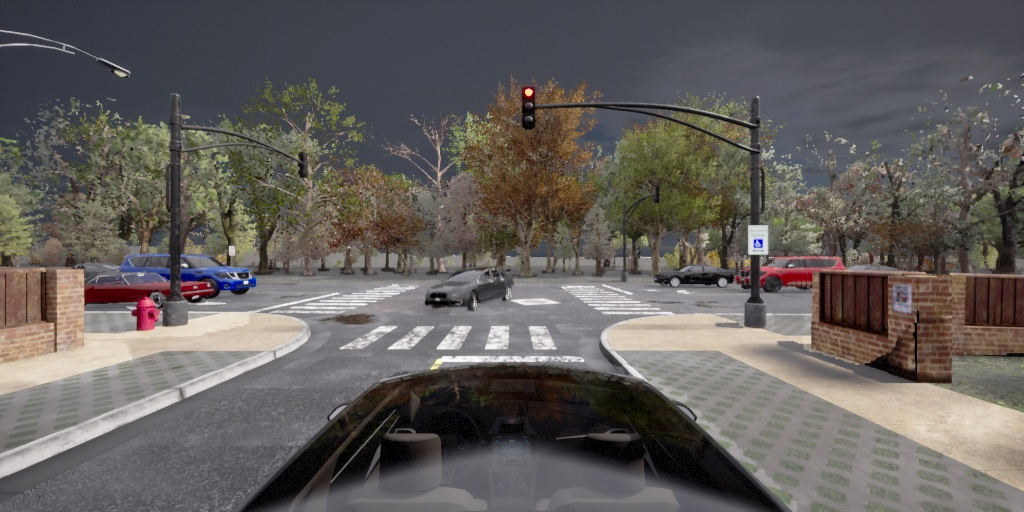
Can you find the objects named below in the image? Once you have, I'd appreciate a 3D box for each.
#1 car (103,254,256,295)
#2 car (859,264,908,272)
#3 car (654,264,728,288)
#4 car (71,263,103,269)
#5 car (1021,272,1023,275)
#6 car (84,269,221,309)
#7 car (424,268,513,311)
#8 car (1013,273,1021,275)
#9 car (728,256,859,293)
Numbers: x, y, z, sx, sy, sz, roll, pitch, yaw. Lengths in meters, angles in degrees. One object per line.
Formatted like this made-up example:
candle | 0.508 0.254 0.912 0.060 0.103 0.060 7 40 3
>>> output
car | -15.561 0.916 17.247 5.566 2.045 2.150 0 0 0
car | 23.504 1.321 23.997 5.008 1.535 1.882 0 0 0
car | 12.116 1.283 23.986 5.008 1.535 1.882 0 0 0
car | -28.014 1.178 23.934 4.674 1.442 1.812 0 0 0
car | 33.377 1.222 20.747 4.553 1.767 2.097 0 0 0
car | -14.634 1.294 13.997 4.718 1.301 1.895 0 0 -3
car | -1.573 1.254 14.601 1.837 1.490 4.892 -3 -1 25
car | 36.627 1.375 23.992 4.902 1.511 2.128 0 0 0
car | 16.085 1.037 20.738 5.566 2.045 2.150 0 0 0
